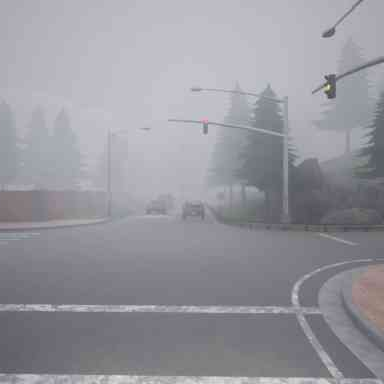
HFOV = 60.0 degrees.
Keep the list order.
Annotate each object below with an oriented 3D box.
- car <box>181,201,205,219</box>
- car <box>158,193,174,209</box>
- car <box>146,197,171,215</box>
[{"bbox_3d":[0.095,1.491,28.882,2.128,1.511,4.902,0,0,-1],"label":"car"},{"bbox_3d":[-3.625,1.221,45.274,2.150,2.045,5.566,0,0,0],"label":"car"},{"bbox_3d":[-3.624,1.547,34.861,2.033,1.411,5.357,0,0,0],"label":"car"}]
